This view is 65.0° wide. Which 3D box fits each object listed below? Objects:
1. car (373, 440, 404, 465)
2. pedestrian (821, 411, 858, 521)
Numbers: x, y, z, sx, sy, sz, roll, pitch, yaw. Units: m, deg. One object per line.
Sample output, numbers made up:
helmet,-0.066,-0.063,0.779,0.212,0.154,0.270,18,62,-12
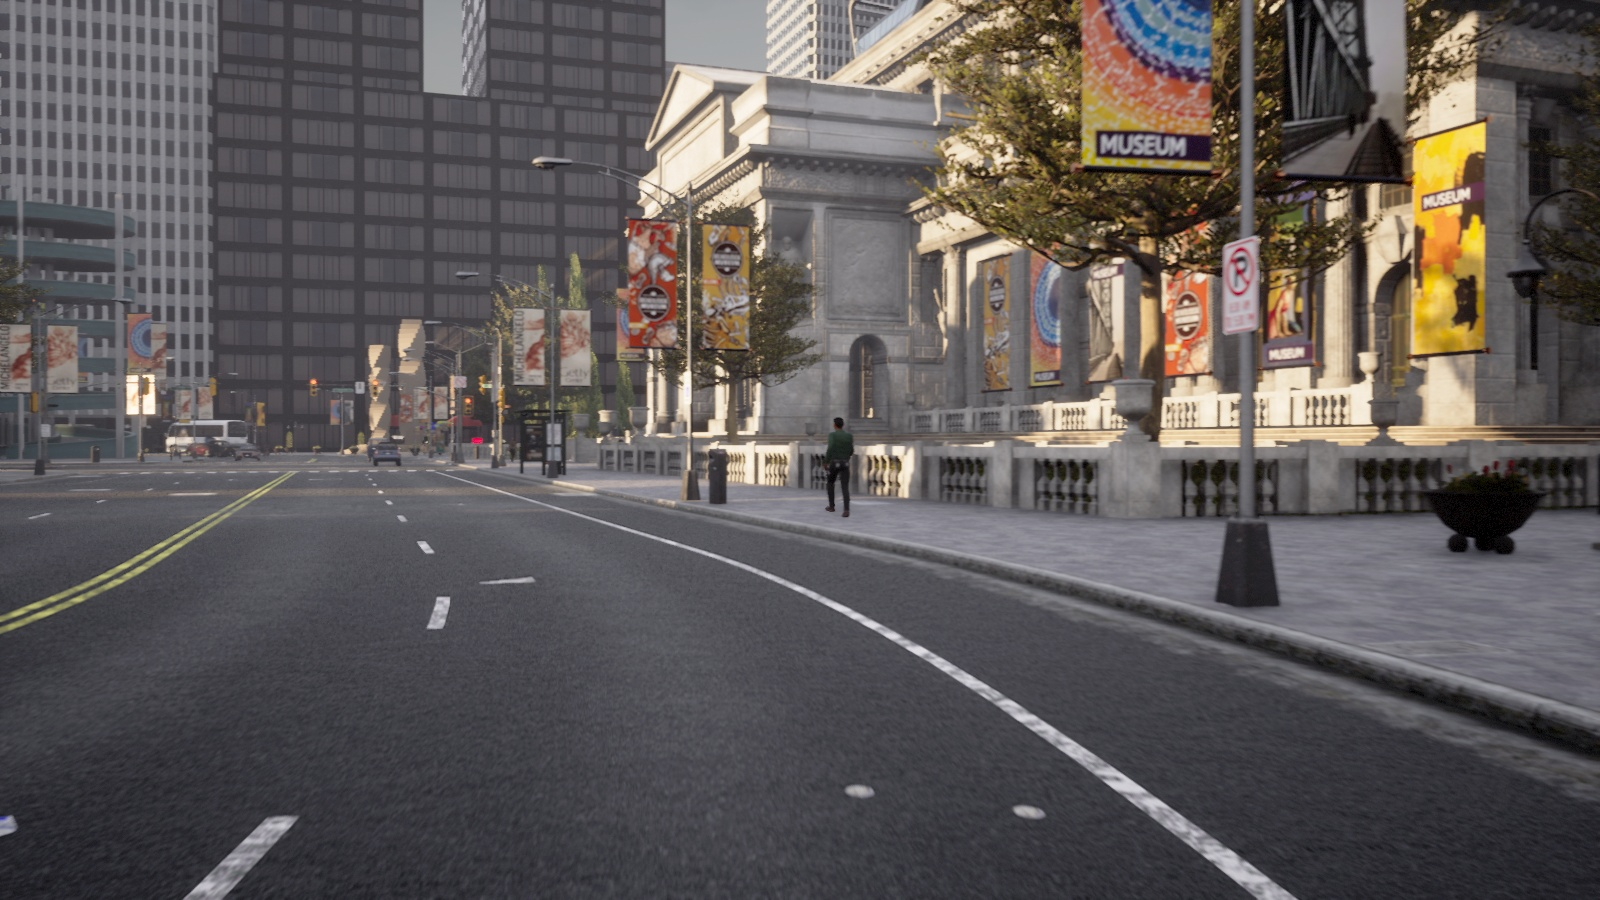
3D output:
car,-27.853,0.165,84.934,1.851,1.617,3.988,0,0,-20
pedestrian,0.711,0.276,22.621,0.423,1.949,0.788,0,0,-18
